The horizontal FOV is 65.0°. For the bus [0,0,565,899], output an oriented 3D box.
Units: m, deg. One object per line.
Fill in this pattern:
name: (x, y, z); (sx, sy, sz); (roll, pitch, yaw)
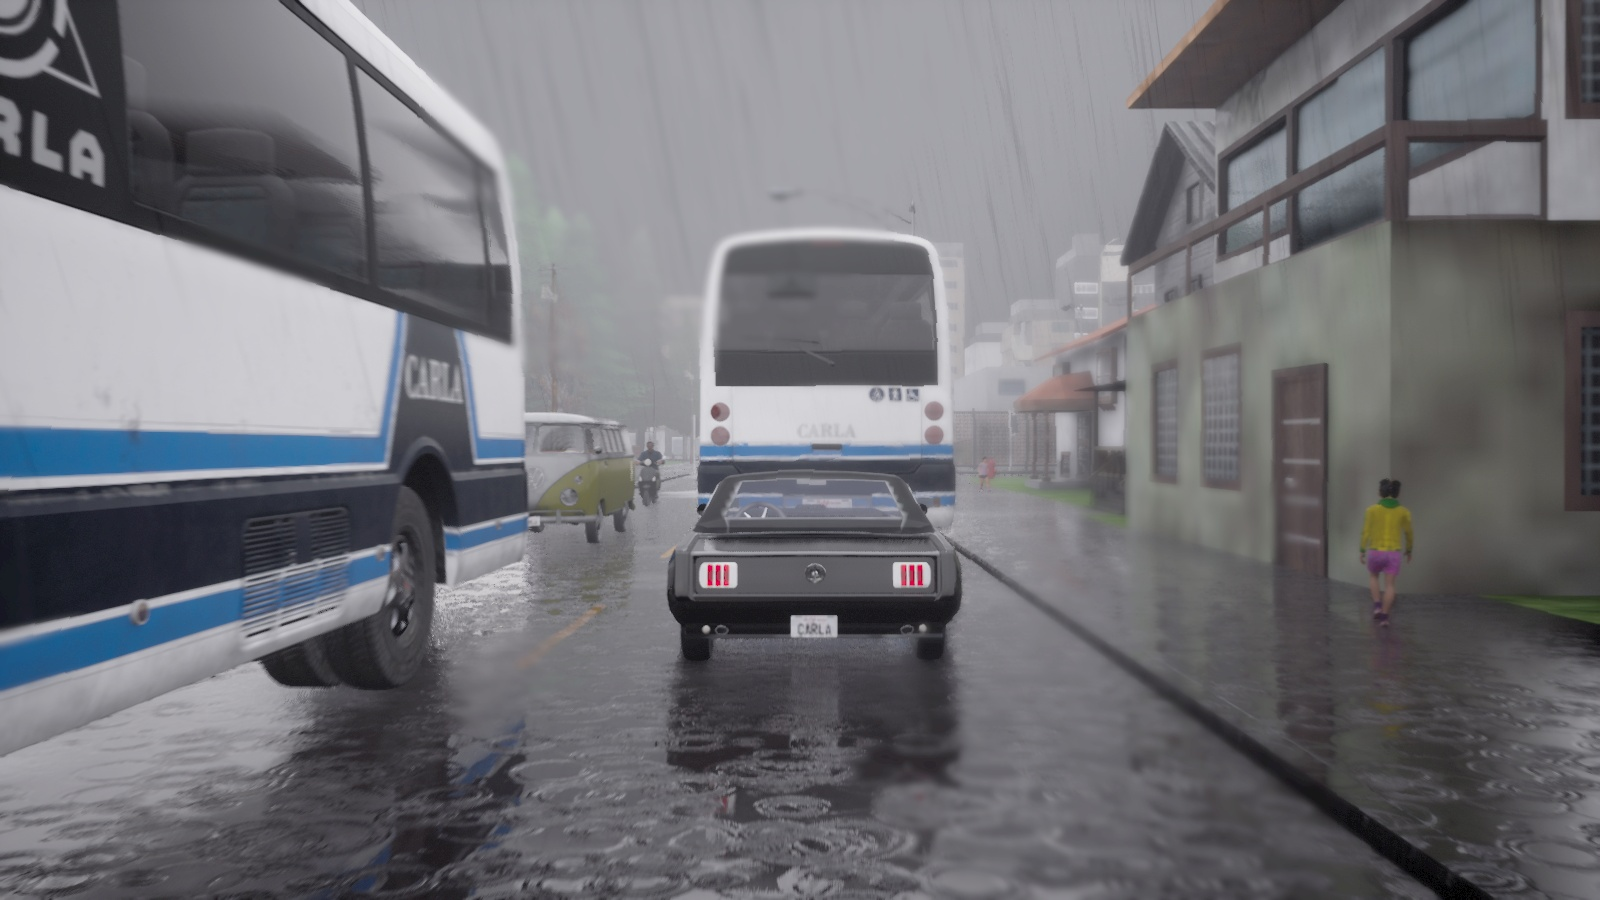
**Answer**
bus: (-3.952, -0.653, 5.030); (3.944, 4.253, 10.273); (0, 0, 1)

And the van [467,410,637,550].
van: (-3.813, 0.415, 20.085); (1.775, 1.987, 4.442); (0, 0, 1)

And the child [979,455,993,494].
child: (5.376, 0.694, 36.303); (0.255, 1.110, 0.394); (0, 0, -15)

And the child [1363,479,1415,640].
child: (4.415, 0.802, 9.424); (0.299, 1.160, 0.473); (0, 0, 19)

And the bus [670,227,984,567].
bus: (0.257, -0.714, 20.896); (3.944, 4.253, 10.273); (0, 1, -1)

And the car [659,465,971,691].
car: (0.098, 0.807, 10.011); (1.895, 1.301, 4.718); (0, 0, 0)

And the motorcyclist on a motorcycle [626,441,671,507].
motorcyclist on a motorcycle: (-3.730, 0.572, 31.089); (0.866, 1.590, 1.817); (0, 0, 1)
